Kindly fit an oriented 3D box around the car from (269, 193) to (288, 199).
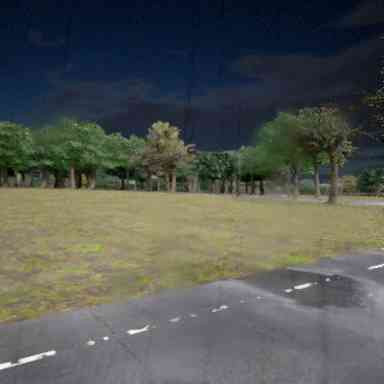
[{"bbox_3d":[21.402,0.992,82.027,1.895,1.301,4.718,0,2,-34],"label":"car"}]
